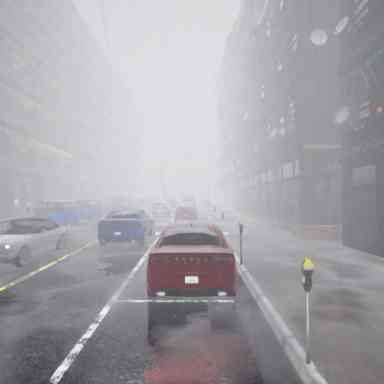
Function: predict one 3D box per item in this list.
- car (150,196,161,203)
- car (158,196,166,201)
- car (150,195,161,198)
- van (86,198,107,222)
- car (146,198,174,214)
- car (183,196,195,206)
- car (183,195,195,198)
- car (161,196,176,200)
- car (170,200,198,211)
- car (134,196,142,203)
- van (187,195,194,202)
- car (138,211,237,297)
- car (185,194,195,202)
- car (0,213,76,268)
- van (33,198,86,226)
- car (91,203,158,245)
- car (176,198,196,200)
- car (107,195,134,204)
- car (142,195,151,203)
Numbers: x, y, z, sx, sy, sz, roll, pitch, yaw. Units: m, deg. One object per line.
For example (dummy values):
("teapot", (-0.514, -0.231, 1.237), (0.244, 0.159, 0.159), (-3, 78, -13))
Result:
("car", (-8.323, 1.725, 76.059), (1.887, 1.381, 4.507), (1, 0, 0))
("car", (-8.326, 1.847, 92.652), (1.802, 1.307, 4.206), (1, 0, 0))
("car", (-8.317, 1.471, 70.528), (2.192, 1.841, 5.009), (1, 0, 0))
("van", (-8.313, 1.368, 26.285), (1.690, 1.788, 3.998), (1, 0, 0))
("car", (-3.022, 1.565, 32.421), (1.812, 1.442, 4.674), (0, 0, 0))
("car", (-0.473, 1.553, 59.411), (1.967, 1.590, 4.097), (1, 0, 0))
("car", (-0.429, 1.490, 37.286), (1.967, 1.590, 4.097), (1, 0, 0))
("car", (-2.924, 1.551, 46.784), (1.882, 1.535, 5.008), (0, 0, 0))
("car", (-0.438, 1.572, 26.224), (1.887, 1.381, 4.507), (1, 0, 0))
("car", (-8.314, 1.379, 42.876), (2.192, 1.841, 5.009), (1, 0, 0))
("van", (-0.474, 1.575, 87.068), (1.690, 1.788, 3.998), (1, 0, 0))
("car", (-0.006, 1.482, 8.653), (1.882, 1.535, 5.008), (0, 0, 0))
("car", (-0.472, 1.521, 81.536), (2.192, 1.841, 5.009), (1, 0, 0))
("car", (-5.871, 1.608, 11.414), (1.895, 1.301, 4.718), (0, 0, 0))
("van", (-8.312, 1.359, 20.753), (1.690, 1.788, 3.998), (2, 0, 0))
("car", (-2.921, 1.489, 15.563), (1.882, 1.535, 5.008), (0, 0, 0))
("car", (-0.438, 1.582, 31.754), (1.887, 1.381, 4.507), (1, 0, 0))
("car", (-8.314, 1.365, 37.346), (2.192, 1.841, 5.009), (1, 0, 0))
("car", (-8.321, 1.660, 53.938), (1.947, 1.339, 4.313), (1, 0, 0))
